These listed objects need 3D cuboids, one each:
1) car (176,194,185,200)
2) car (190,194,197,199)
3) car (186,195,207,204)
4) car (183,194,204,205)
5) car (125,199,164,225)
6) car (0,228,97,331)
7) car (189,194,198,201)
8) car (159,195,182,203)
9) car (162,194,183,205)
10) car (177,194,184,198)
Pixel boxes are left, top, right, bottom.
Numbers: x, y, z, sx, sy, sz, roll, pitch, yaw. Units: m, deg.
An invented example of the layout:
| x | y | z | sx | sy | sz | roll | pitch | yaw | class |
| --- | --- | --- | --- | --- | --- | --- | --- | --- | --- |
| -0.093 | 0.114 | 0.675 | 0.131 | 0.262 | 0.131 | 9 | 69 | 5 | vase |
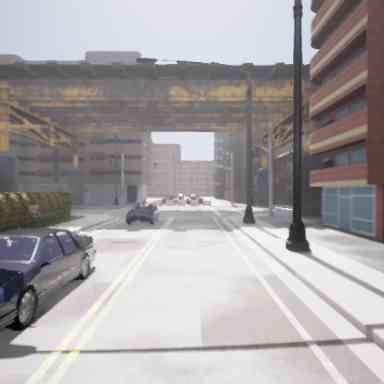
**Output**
| x | y | z | sx | sy | sz | roll | pitch | yaw | class |
| --- | --- | --- | --- | --- | --- | --- | --- | --- | --- |
| -3.071 | 1.229 | 88.983 | 2.038 | 1.542 | 4.974 | 0 | 0 | 0 | car |
| 0.340 | 1.101 | 80.505 | 1.853 | 1.218 | 4.536 | 0 | 0 | 0 | car |
| 0.626 | 1.166 | 53.904 | 1.853 | 1.218 | 4.536 | 0 | 0 | -20 | car |
| 0.644 | 1.324 | 53.856 | 2.038 | 1.542 | 4.974 | 0 | 0 | -20 | car |
| -3.448 | 1.480 | 24.074 | 2.033 | 1.411 | 5.357 | 0 | 0 | 0 | car |
| -3.583 | 1.521 | 7.114 | 2.033 | 1.411 | 5.357 | 0 | 0 | 0 | car |
| 0.340 | 1.259 | 80.453 | 2.038 | 1.542 | 4.974 | 0 | 0 | 0 | car |
| -3.494 | 1.155 | 54.220 | 1.853 | 1.218 | 4.536 | 0 | 0 | 25 | car |
| -3.515 | 1.313 | 54.174 | 2.038 | 1.542 | 4.974 | 0 | 0 | 25 | car |
| -3.071 | 1.072 | 89.035 | 1.853 | 1.218 | 4.536 | 0 | 0 | 0 | car |
